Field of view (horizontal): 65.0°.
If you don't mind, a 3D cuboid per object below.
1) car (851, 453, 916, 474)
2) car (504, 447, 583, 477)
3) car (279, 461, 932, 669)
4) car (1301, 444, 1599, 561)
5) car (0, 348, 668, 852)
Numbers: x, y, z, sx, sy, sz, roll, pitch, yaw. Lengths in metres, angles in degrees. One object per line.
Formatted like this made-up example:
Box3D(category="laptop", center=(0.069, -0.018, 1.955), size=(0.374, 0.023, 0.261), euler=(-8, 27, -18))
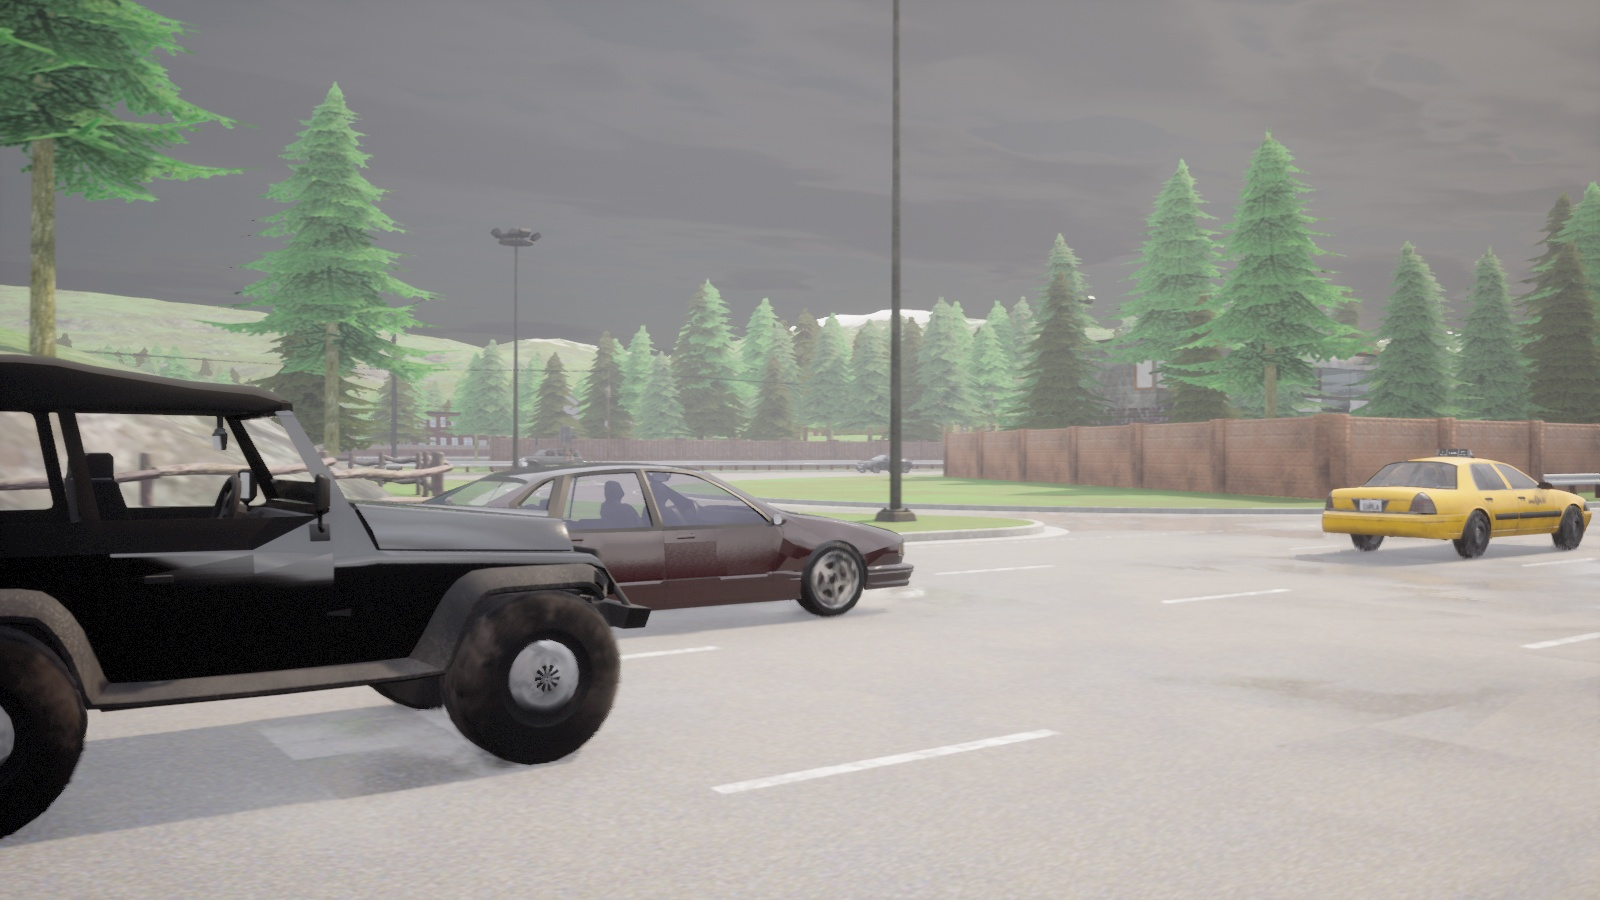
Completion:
Box3D(category="car", center=(6.187, 0.985, 92.931), size=(4.674, 1.442, 1.812), euler=(0, 0, -35))
Box3D(category="car", center=(-16.572, 0.799, 81.272), size=(4.605, 1.855, 1.932), euler=(1, -1, -35))
Box3D(category="car", center=(-1.541, 0.823, 11.115), size=(5.357, 1.411, 2.033), euler=(0, 0, -35))
Box3D(category="car", center=(10.055, 0.710, 19.188), size=(5.366, 1.575, 1.801), euler=(0, 0, -35))
Box3D(category="car", center=(-2.794, 0.561, 5.979), size=(3.866, 1.878, 1.905), euler=(0, 0, -35))
